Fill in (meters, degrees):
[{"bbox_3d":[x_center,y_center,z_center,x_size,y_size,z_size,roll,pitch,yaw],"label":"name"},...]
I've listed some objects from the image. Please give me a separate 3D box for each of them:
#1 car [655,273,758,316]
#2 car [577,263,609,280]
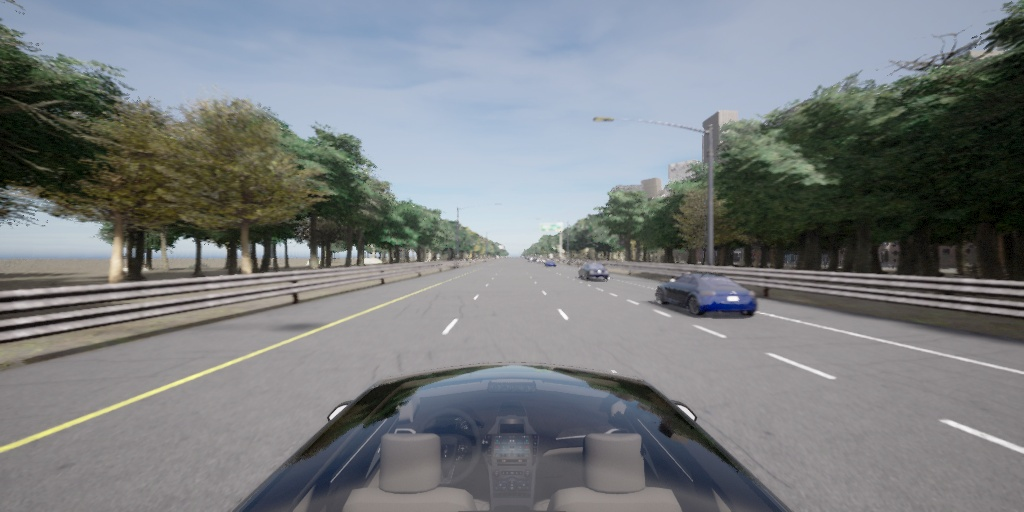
[{"bbox_3d":[7.002,1.321,13.373,1.994,1.385,4.181,0,0,0],"label":"car"},{"bbox_3d":[7.034,1.322,31.369,2.033,1.411,5.357,0,0,0],"label":"car"}]
